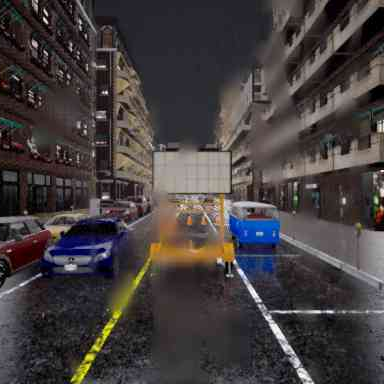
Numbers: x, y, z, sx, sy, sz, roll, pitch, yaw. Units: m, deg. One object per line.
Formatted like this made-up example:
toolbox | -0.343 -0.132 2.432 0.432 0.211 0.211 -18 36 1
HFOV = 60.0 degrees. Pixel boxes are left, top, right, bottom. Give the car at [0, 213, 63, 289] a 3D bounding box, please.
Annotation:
car | -5.312 1.442 8.854 1.967 1.590 4.097 1 0 0

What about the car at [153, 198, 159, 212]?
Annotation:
car | -5.327 1.319 36.599 2.192 1.841 5.009 1 0 0

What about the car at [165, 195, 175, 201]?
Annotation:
car | -5.356 1.552 80.991 2.008 1.369 4.403 1 0 0

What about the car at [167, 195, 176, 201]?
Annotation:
car | -5.360 1.567 86.540 1.947 1.339 4.313 1 0 0

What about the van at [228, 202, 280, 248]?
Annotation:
van | 2.566 1.343 14.427 1.690 1.788 3.998 1 0 0

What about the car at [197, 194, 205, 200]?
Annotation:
car | 2.519 1.440 92.115 1.967 1.590 4.097 1 0 0

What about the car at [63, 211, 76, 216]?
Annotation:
car | -5.316 1.527 14.233 1.752 1.417 4.829 1 0 0

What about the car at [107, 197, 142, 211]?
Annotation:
car | -5.322 1.443 25.501 1.967 1.590 4.097 1 0 0

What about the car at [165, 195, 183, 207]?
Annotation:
car | -2.876 1.568 51.624 1.994 1.385 4.181 0 0 0

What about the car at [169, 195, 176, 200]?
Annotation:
car | -5.363 1.582 92.089 1.802 1.307 4.206 1 0 0

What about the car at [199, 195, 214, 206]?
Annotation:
car | 2.542 1.444 53.271 1.967 1.590 4.097 1 0 0

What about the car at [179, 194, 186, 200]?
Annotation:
car | -2.804 1.352 89.108 2.097 1.767 4.553 0 0 0

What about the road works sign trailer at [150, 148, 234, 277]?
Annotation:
road works sign trailer | 0.000 0.466 10.229 2.380 3.560 2.880 0 0 0

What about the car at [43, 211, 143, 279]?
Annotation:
car | -2.858 1.527 10.163 1.812 1.442 4.674 0 0 0

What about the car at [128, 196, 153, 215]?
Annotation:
car | -5.324 1.319 31.050 2.192 1.841 5.009 1 0 0

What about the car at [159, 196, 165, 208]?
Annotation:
car | -5.337 1.586 47.697 1.802 1.307 4.206 1 0 0
